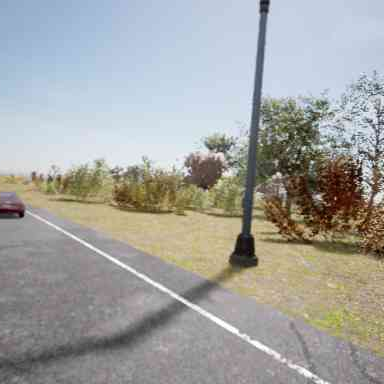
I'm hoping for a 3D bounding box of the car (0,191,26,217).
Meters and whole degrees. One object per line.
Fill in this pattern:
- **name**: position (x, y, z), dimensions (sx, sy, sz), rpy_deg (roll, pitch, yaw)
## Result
- **car**: position (-11.127, 0.616, 19.564), dimensions (1.994, 1.385, 4.181), rpy_deg (5, 0, -36)
